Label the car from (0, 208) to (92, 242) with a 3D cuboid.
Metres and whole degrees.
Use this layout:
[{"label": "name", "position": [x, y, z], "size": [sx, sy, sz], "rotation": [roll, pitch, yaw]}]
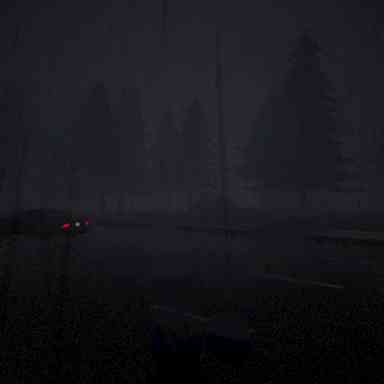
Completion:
[{"label": "car", "position": [-7.378, 1.498, 16.032], "size": [5.357, 1.411, 2.033], "rotation": [0, 0, 26]}]
